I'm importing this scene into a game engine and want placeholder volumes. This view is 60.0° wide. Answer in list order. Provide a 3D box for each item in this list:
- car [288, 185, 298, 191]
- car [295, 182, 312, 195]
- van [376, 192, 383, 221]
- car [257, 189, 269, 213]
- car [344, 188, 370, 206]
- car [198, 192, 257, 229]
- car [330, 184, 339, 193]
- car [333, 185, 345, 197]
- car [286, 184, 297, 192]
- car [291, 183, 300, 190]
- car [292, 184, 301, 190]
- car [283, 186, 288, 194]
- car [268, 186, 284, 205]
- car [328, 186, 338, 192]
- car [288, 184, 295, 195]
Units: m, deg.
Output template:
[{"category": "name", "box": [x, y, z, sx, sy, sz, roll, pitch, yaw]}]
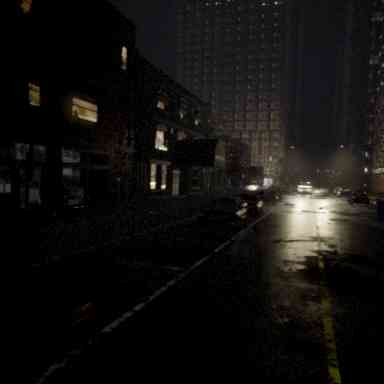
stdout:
[{"category": "car", "box": [22.284, -0.902, 73.171, 1.802, 1.307, 4.206, 2, 3, 20]}, {"category": "car", "box": [19.558, -0.676, 57.667, 2.150, 2.045, 5.566, 3, 2, 20]}, {"category": "van", "box": [11.395, 0.887, 18.400, 1.690, 1.788, 3.998, 3, 3, 20]}, {"category": "car", "box": [3.512, 0.704, 21.241, 1.887, 1.381, 4.507, 3, 3, 20]}, {"category": "car", "box": [17.080, 0.571, 34.145, 1.752, 1.417, 4.829, 3, 3, 20]}, {"category": "car", "box": [1.635, 0.876, 16.048, 2.008, 1.369, 4.403, 3, 3, 20]}, {"category": "car", "box": [26.466, -0.251, 60.110, 1.752, 1.417, 4.829, 2, 3, 20]}, {"category": "car", "box": [22.654, 0.108, 49.566, 2.008, 1.369, 4.403, 2, 3, 20]}, {"category": "car", "box": [20.410, -0.880, 67.972, 1.967, 1.590, 4.097, 2, 3, 20]}, {"category": "car", "box": [26.042, -1.369, 83.551, 1.967, 1.590, 4.097, 2, 3, 20]}, {"category": "car", "box": [27.860, -1.410, 88.768, 1.947, 1.339, 4.313, 2, 3, 20]}, {"category": "car", "box": [9.147, 0.105, 36.814, 1.967, 1.590, 4.097, 3, 3, 20]}, {"category": "car", "box": [7.266, 0.395, 31.627, 1.947, 1.339, 4.313, 3, 3, 20]}, {"category": "car", "box": [32.040, -0.716, 75.531, 1.887, 1.381, 4.507, 2, 3, 20]}, {"category": "car", "box": [14.775, -0.247, 52.399, 1.802, 1.307, 4.206, 3, 3, 20]}]
